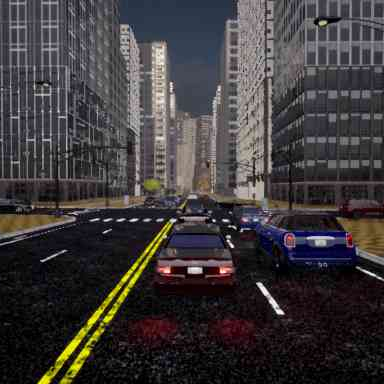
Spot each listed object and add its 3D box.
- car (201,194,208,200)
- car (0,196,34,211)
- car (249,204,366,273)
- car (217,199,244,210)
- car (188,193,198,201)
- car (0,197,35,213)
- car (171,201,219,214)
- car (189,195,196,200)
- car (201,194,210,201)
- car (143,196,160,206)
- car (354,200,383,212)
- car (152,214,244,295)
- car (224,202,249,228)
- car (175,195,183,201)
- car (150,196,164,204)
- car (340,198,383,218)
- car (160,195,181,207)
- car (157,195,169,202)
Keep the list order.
[{"bbox_3d":[3.470,1.382,92.534,1.882,1.535,5.008,0,0,0],"label":"car"},{"bbox_3d":[-20.662,1.283,37.370,4.892,1.490,1.837,1,1,1],"label":"car"},{"bbox_3d":[3.374,1.347,10.828,2.097,1.767,4.553,0,0,0],"label":"car"},{"bbox_3d":[4.930,1.558,40.299,1.895,1.301,4.718,0,1,-40],"label":"car"},{"bbox_3d":[0.196,1.146,82.695,2.150,2.045,5.566,0,0,0],"label":"car"},{"bbox_3d":[-18.748,1.339,34.126,4.902,1.511,2.128,1,1,1],"label":"car"},{"bbox_3d":[0.144,1.481,18.605,2.128,1.511,4.902,0,0,0],"label":"car"},{"bbox_3d":[0.220,1.499,93.031,1.895,1.301,4.718,0,0,0],"label":"car"},{"bbox_3d":[3.445,1.421,82.516,1.837,1.490,4.892,0,0,0],"label":"car"},{"bbox_3d":[-6.470,1.466,52.383,1.837,1.490,4.892,0,0,0],"label":"car"},{"bbox_3d":[21.902,1.641,39.154,4.829,1.417,1.752,1,0,1],"label":"car"},{"bbox_3d":[0.113,1.543,8.860,2.033,1.411,5.357,0,0,1],"label":"car"},{"bbox_3d":[3.398,1.536,20.213,2.033,1.411,5.357,0,0,0],"label":"car"},{"bbox_3d":[-3.062,1.426,79.515,1.837,1.490,4.892,0,0,0],"label":"car"},{"bbox_3d":[-6.413,1.497,62.262,2.033,1.411,5.357,0,0,0],"label":"car"},{"bbox_3d":[16.273,1.517,30.880,5.009,1.841,2.192,1,0,1],"label":"car"},{"bbox_3d":[-3.202,1.315,50.541,2.097,1.767,4.553,0,0,-1],"label":"car"},{"bbox_3d":[-6.329,1.475,72.933,2.033,1.411,5.357,0,0,0],"label":"car"}]
